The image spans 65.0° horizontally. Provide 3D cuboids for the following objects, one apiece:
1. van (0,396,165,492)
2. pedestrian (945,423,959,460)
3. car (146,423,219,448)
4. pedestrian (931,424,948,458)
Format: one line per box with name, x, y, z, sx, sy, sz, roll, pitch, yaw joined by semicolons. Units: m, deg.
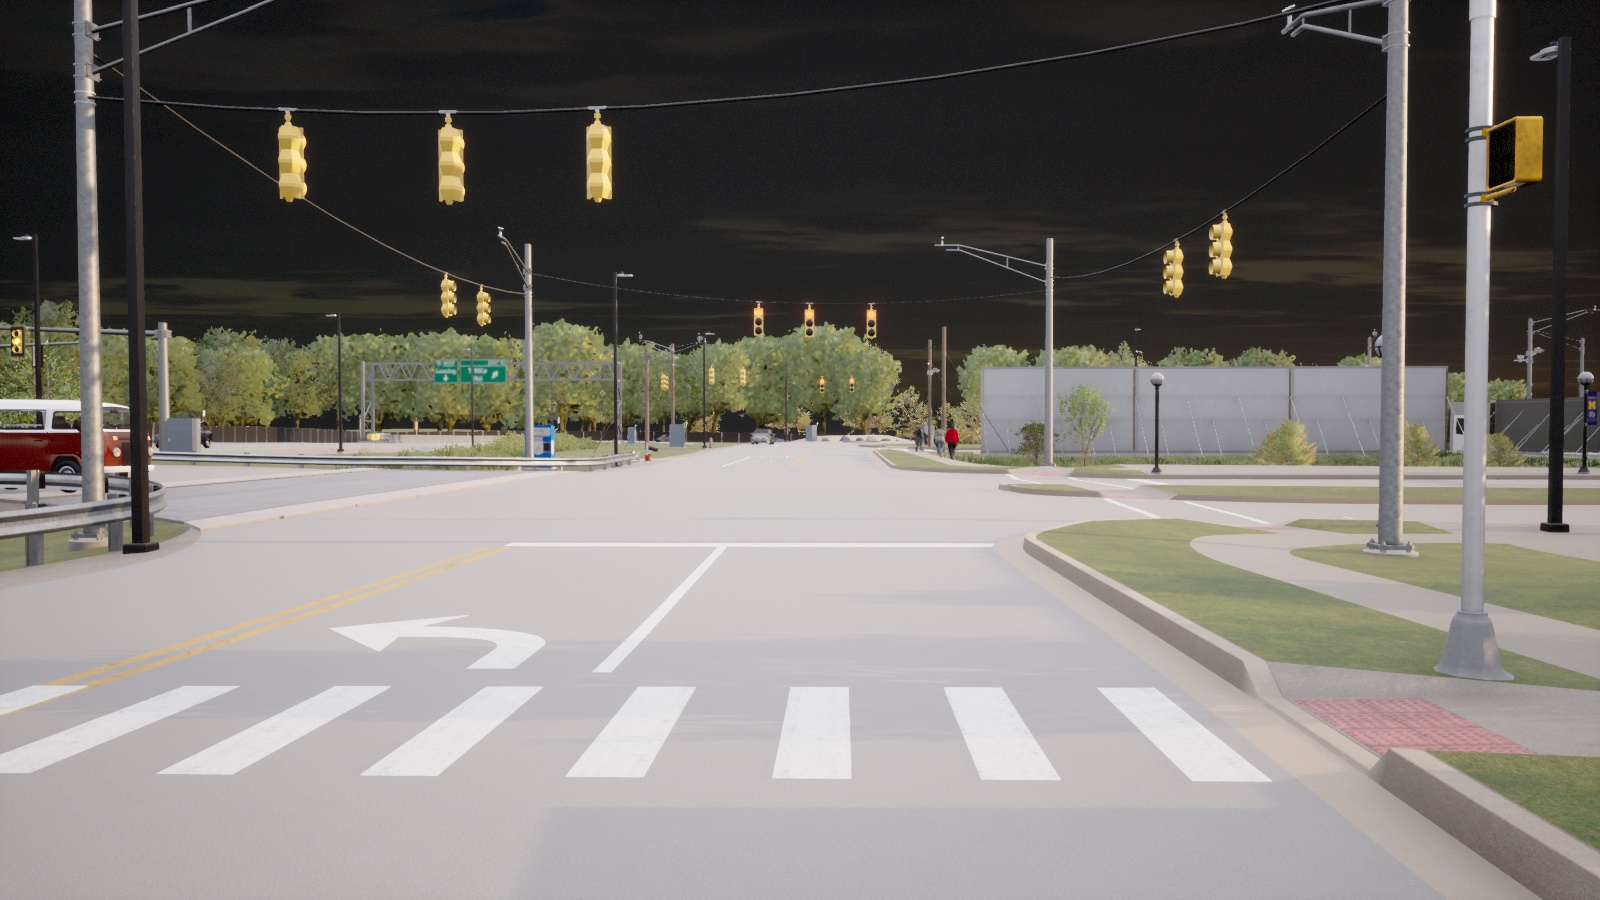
van;-16.841;-0.136;27.853;4.480;2.038;2.069;0;1;5
pedestrian;7.736;-0.440;63.804;0.634;1.844;0.899;0;2;2
car;-39.442;-0.942;80.376;2.128;1.511;4.902;0;1;2
pedestrian;7.749;-0.523;69.624;0.874;1.855;0.900;0;2;1
